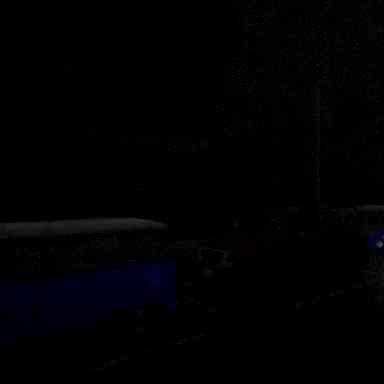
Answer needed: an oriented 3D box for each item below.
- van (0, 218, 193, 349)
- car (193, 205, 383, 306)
[{"bbox_3d":[-2.140,1.338,5.007,3.998,1.788,1.690,0,0,-36],"label":"van"},{"bbox_3d":[2.359,1.311,8.216,5.009,1.841,2.192,0,0,-35],"label":"car"}]
